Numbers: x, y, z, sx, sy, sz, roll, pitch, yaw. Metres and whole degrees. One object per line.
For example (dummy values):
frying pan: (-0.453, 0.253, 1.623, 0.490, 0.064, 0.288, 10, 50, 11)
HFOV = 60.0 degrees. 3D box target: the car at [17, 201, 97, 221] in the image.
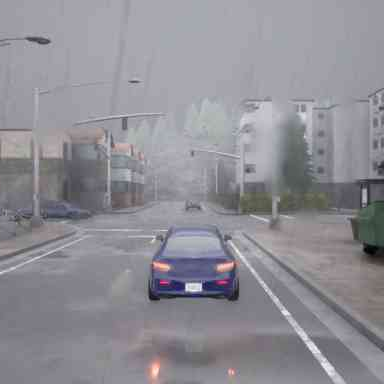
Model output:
car: (-9.788, 1.371, 24.318, 5.357, 1.411, 2.033, 0, 0, 0)

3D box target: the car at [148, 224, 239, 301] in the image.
car: (0.042, 1.526, 8.207, 1.812, 1.442, 4.674, 0, 0, 0)

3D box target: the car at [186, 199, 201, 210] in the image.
car: (0.117, 1.547, 43.007, 2.033, 1.411, 5.357, 0, 0, -2)
